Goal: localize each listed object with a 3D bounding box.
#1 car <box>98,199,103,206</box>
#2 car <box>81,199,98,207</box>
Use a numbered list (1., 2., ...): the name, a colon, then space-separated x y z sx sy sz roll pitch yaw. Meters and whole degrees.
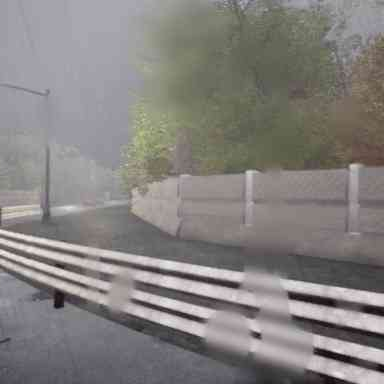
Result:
1. car: -21.258 2.276 75.053 1.837 1.490 4.892 0 -1 -5
2. car: -20.487 2.190 65.592 1.812 1.442 4.674 0 -1 -5
